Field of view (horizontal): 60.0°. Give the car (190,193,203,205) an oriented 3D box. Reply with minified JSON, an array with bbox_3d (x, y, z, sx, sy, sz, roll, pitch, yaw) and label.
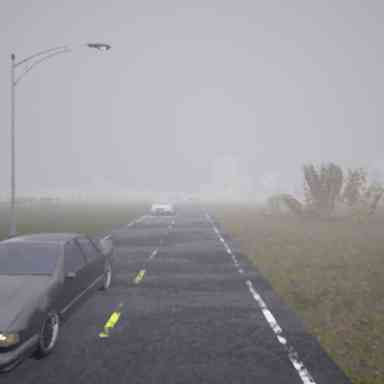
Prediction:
[{"bbox_3d":[0.990,1.401,58.609,1.801,1.575,5.366,0,0,0],"label":"car"}]

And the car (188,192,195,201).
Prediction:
[{"bbox_3d":[0.036,1.384,76.231,1.812,1.442,4.674,0,0,0],"label":"car"}]

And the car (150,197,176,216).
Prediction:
[{"bbox_3d":[-2.830,1.450,31.992,1.812,1.442,4.674,0,0,0],"label":"car"}]

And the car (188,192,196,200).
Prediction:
[{"bbox_3d":[0.044,1.091,92.764,2.150,2.045,5.566,0,0,0],"label":"car"}]

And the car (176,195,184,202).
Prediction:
[{"bbox_3d":[-2.716,1.363,72.321,2.033,1.411,5.357,0,0,0],"label":"car"}]

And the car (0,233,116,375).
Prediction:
[{"bbox_3d":[-2.819,1.527,6.221,2.033,1.411,5.357,0,0,0],"label":"car"}]
